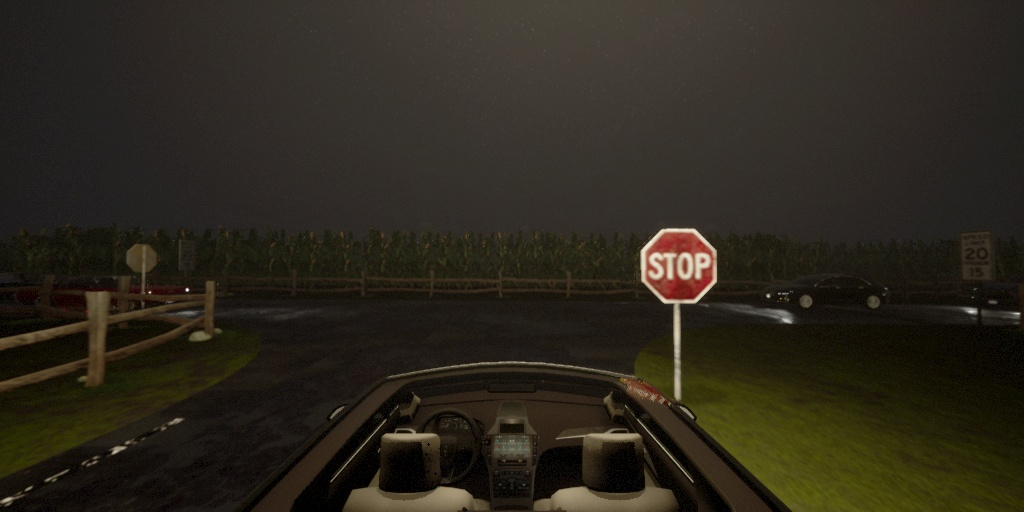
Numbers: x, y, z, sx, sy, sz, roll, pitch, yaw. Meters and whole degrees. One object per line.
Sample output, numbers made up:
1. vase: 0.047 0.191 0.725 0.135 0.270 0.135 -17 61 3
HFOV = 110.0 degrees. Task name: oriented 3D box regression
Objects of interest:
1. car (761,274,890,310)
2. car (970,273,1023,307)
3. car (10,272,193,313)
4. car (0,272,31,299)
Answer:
1. car: 13.883 1.568 16.046 4.892 1.490 1.837 0 -2 0
2. car: 23.697 1.496 16.009 4.553 1.767 2.097 0 -2 0
3. car: -14.789 1.366 13.262 4.718 1.301 1.895 0 -2 0
4. car: -22.418 1.398 16.281 4.718 1.301 1.895 0 -2 0
